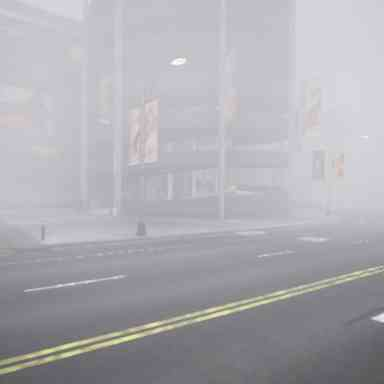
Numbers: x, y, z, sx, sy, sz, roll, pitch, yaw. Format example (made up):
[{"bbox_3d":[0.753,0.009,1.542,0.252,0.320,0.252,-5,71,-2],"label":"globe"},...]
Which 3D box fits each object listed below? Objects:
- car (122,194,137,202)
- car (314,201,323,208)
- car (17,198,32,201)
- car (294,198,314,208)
[{"bbox_3d":[-13.129,1.329,66.696,2.435,2.045,5.566,1,0,-36],"label":"car"},{"bbox_3d":[21.147,2.103,60.099,2.033,1.411,5.357,1,0,-23],"label":"car"},{"bbox_3d":[-27.652,1.566,55.201,1.895,1.301,4.718,1,0,-36],"label":"car"},{"bbox_3d":[18.268,1.867,57.748,2.097,1.767,4.553,1,0,-21],"label":"car"}]
